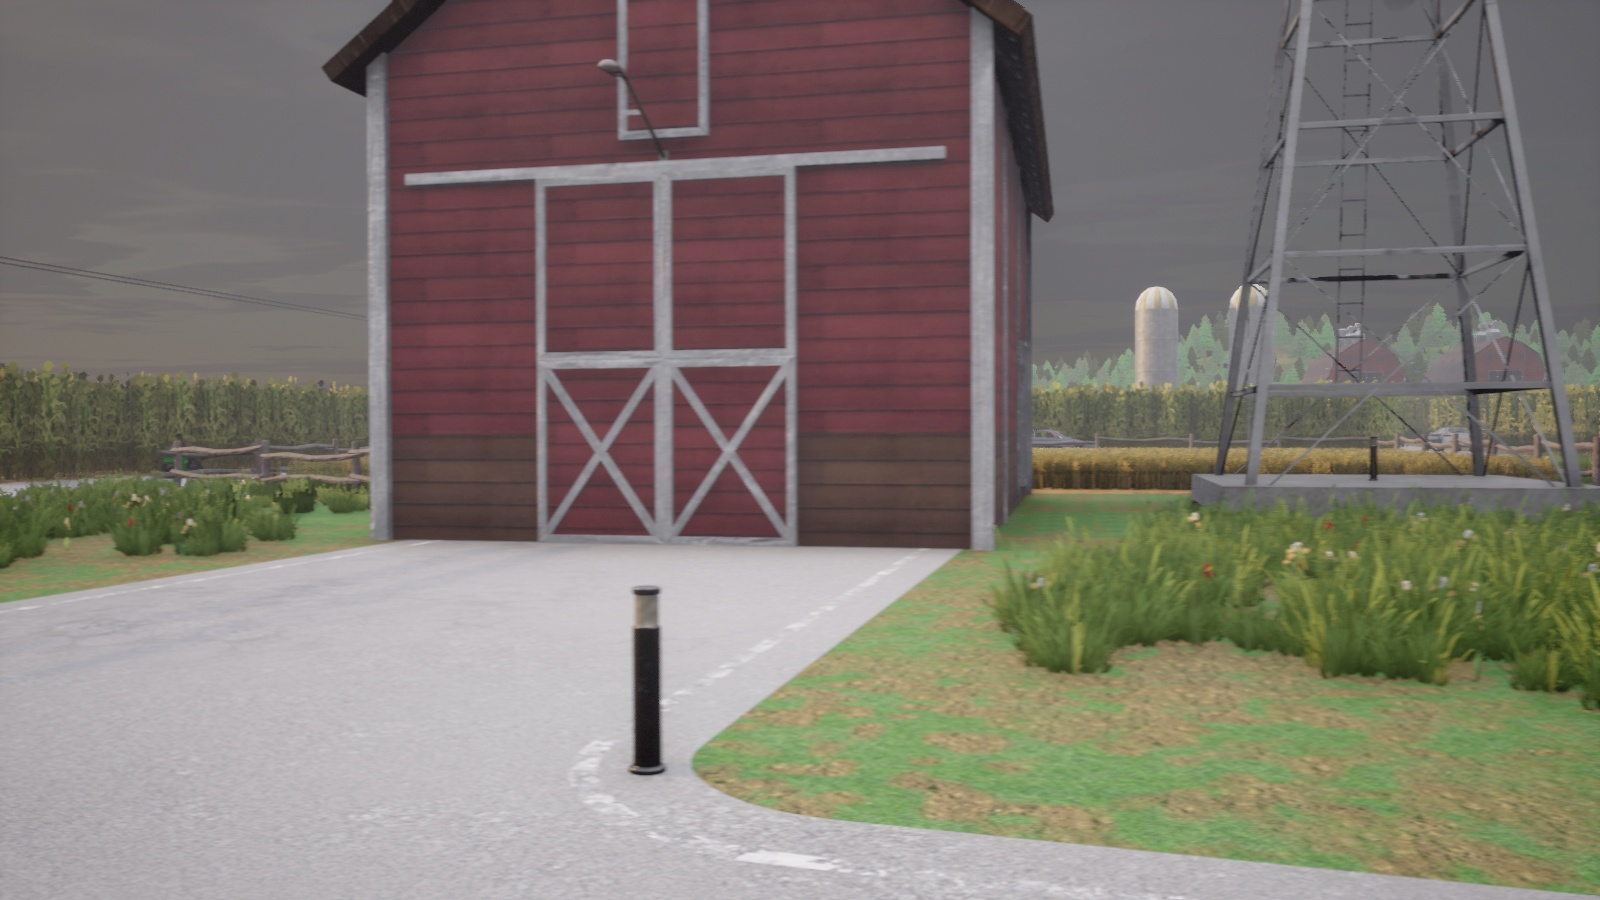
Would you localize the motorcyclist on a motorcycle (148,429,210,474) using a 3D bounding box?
[{"bbox_3d":[-21.460,0.032,43.453,0.797,1.523,2.044,0,1,13],"label":"motorcyclist on a motorcycle"}]

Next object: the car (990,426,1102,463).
[{"bbox_3d":[11.454,-0.288,58.437,5.027,1.651,2.152,0,1,13],"label":"car"}]

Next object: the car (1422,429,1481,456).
[{"bbox_3d":[41.047,-0.513,79.260,2.152,1.651,5.027,0,1,13],"label":"car"}]
